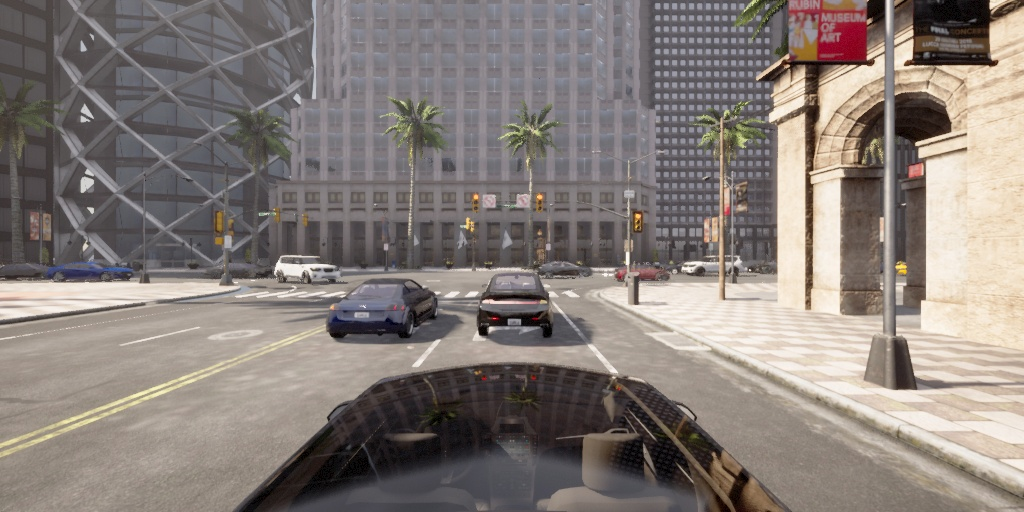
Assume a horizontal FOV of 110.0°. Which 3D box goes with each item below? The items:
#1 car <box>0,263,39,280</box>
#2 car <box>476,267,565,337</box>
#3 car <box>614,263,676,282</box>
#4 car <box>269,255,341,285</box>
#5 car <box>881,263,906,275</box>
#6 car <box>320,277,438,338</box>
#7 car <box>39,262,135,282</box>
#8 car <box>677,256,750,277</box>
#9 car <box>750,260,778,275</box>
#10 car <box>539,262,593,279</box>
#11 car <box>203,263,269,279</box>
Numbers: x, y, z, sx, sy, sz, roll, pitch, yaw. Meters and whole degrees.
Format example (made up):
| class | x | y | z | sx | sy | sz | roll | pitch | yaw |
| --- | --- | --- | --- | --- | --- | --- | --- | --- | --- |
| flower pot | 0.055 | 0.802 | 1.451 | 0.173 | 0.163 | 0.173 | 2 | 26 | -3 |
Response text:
| class | x | y | z | sx | sy | sz | roll | pitch | yaw |
| --- | --- | --- | --- | --- | --- | --- | --- | --- | --- |
| car | -40.572 | 1.296 | 30.001 | 5.357 | 1.411 | 2.033 | 0 | 0 | -21 |
| car | 0.121 | 1.241 | 10.313 | 2.128 | 1.511 | 4.902 | 0 | 0 | 2 |
| car | 10.301 | 1.313 | 28.579 | 4.181 | 1.385 | 1.994 | 0 | 0 | 0 |
| car | -15.115 | 0.969 | 26.432 | 5.566 | 2.045 | 2.150 | 0 | -1 | 30 |
| car | 40.427 | 1.226 | 35.655 | 5.008 | 1.535 | 1.882 | 0 | 0 | 0 |
| car | -3.415 | 1.314 | 10.183 | 1.994 | 1.385 | 4.181 | 0 | 0 | 0 |
| car | -32.927 | 1.226 | 28.169 | 5.008 | 1.535 | 1.882 | 0 | 0 | -8 |
| car | 19.991 | 0.970 | 35.747 | 5.566 | 2.045 | 2.150 | 0 | 0 | 0 |
| car | 28.835 | 1.312 | 39.207 | 4.181 | 1.385 | 1.994 | 0 | 0 | 0 |
| car | 4.710 | 1.240 | 32.098 | 4.902 | 1.511 | 2.128 | 0 | 0 | 0 |
| car | -24.346 | 1.296 | 32.117 | 5.357 | 1.411 | 2.033 | 0 | 0 | -1 |
